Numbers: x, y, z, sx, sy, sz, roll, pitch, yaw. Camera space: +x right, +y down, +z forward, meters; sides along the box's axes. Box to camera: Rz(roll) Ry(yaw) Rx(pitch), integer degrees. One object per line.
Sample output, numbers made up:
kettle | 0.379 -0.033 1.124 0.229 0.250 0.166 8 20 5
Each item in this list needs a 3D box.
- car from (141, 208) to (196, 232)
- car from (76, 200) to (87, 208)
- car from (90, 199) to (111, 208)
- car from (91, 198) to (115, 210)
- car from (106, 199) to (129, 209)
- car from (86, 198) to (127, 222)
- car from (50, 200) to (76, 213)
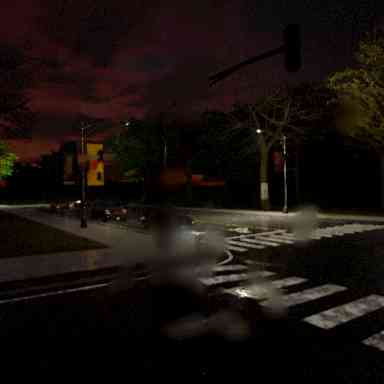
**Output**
car | -1.759 1.813 22.205 2.033 1.411 5.357 -1 0 -29
car | -19.398 2.069 58.858 2.033 1.411 5.357 -1 0 -35
car | -16.736 2.001 60.721 2.033 1.411 5.357 -1 0 -35
car | -13.543 1.773 50.542 2.097 1.767 4.553 -1 0 -35
car | -12.220 1.881 54.296 1.837 1.490 4.892 -1 0 -35
car | -7.689 1.718 30.588 2.097 1.767 4.553 -1 0 -35
car | -17.777 1.888 45.087 2.097 1.767 4.553 -1 0 -35
